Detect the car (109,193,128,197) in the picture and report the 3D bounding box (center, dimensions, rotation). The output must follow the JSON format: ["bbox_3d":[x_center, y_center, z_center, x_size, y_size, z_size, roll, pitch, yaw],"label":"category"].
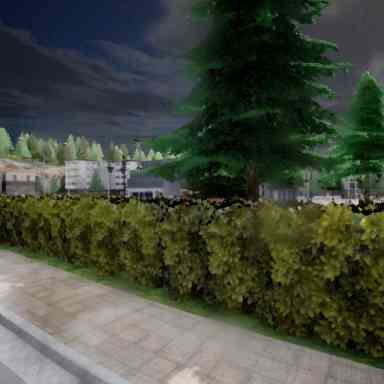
[{"bbox_3d":[-10.572,1.376,52.698,1.970,1.475,3.806,0,0,43],"label":"car"}]

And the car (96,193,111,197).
[{"bbox_3d":[-16.710,1.085,68.913,1.932,1.855,4.605,0,0,43],"label":"car"}]

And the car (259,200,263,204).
[{"bbox_3d":[9.648,1.348,44.189,2.097,1.767,4.553,0,0,43],"label":"car"}]

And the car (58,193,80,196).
[{"bbox_3d":[-28.396,1.138,79.405,2.152,1.636,5.027,0,0,43],"label":"car"}]

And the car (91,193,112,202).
[{"bbox_3d":[-19.104,1.064,70.610,1.905,1.878,3.866,0,0,43],"label":"car"}]

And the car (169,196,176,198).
[{"bbox_3d":[-3.307,1.366,56.039,1.845,1.501,3.633,0,0,43],"label":"car"}]
